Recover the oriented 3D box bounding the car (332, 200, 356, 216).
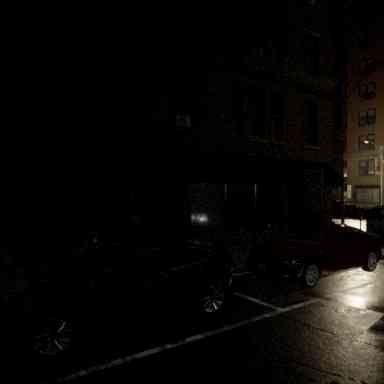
[{"bbox_3d":[13.092,1.582,25.867,1.895,1.301,4.718,0,0,-33],"label":"car"}]

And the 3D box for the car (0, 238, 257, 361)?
[{"bbox_3d":[-1.132,1.566,5.944,4.313,1.339,1.947,0,0,-35],"label":"car"}]

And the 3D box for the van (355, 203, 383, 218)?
[{"bbox_3d":[8.113,1.338,12.477,3.998,1.788,1.690,0,0,-35],"label":"van"}]

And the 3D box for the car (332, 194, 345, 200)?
[{"bbox_3d":[13.112,1.212,31.639,2.150,2.045,5.566,0,1,-36],"label":"car"}]

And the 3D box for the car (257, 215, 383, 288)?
[{"bbox_3d":[3.490,1.544,9.211,4.507,1.381,1.887,0,0,-35],"label":"car"}]
